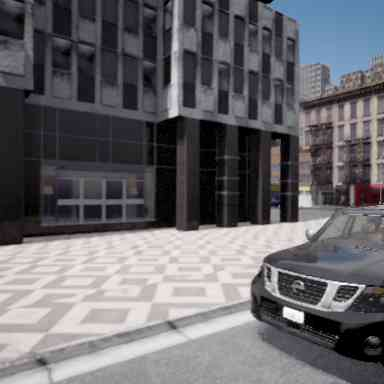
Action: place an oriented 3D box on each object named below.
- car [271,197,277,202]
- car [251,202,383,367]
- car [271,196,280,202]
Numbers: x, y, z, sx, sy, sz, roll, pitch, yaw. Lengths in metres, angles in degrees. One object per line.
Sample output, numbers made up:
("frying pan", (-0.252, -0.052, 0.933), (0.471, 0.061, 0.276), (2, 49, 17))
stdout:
("car", (11.232, 2.040, 56.712), (2.033, 1.411, 5.357), (1, -1, -36))
("car", (3.563, 1.258, 5.927), (5.566, 2.045, 2.150), (0, 0, -36))
("car", (13.285, 1.747, 59.116), (2.150, 2.045, 5.566), (1, 0, -36))
